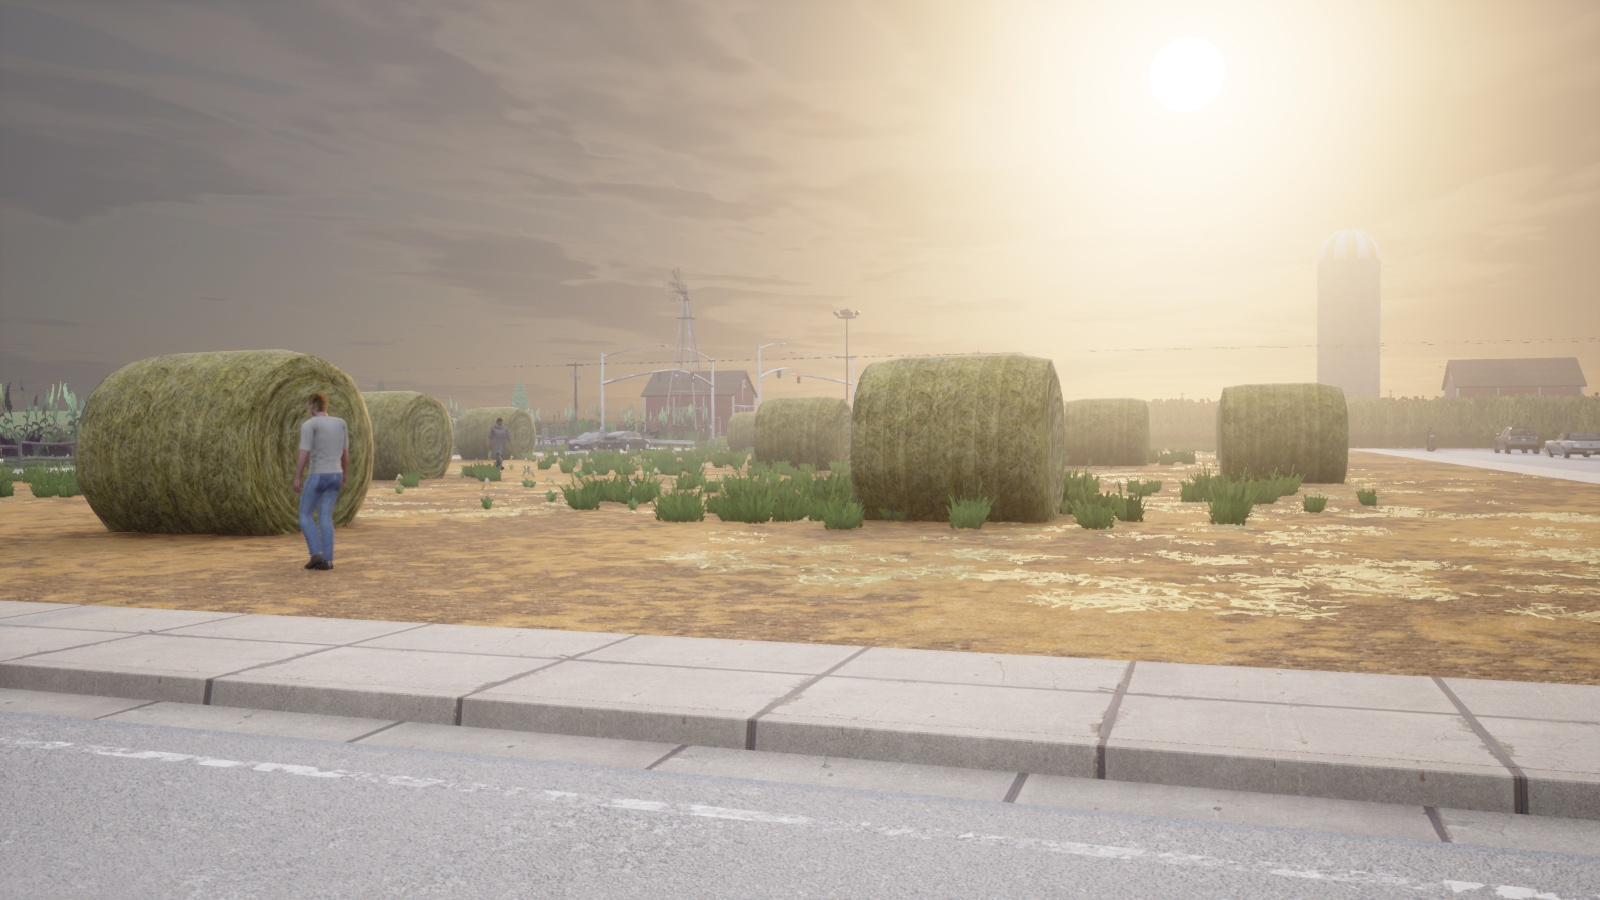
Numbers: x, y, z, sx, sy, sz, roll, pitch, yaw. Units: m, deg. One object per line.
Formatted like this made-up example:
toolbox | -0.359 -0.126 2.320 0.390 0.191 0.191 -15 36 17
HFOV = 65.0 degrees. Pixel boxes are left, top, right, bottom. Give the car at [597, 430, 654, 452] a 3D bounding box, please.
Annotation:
car | -12.362 -0.680 89.347 1.837 1.490 4.892 1 1 21

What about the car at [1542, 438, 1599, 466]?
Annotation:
car | 38.102 0.057 61.620 1.895 1.301 4.718 1 1 18

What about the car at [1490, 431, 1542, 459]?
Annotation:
car | 41.857 -0.322 73.485 1.851 1.617 3.988 1 1 18

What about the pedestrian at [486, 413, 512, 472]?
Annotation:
pedestrian | -10.038 -0.264 41.894 0.659 1.952 0.873 0 1 -28

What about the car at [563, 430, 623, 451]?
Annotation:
car | -15.116 -0.738 91.956 2.163 1.488 4.792 1 1 21

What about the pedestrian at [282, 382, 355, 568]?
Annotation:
pedestrian | -4.876 0.239 12.705 0.706 1.836 0.354 1 1 36
